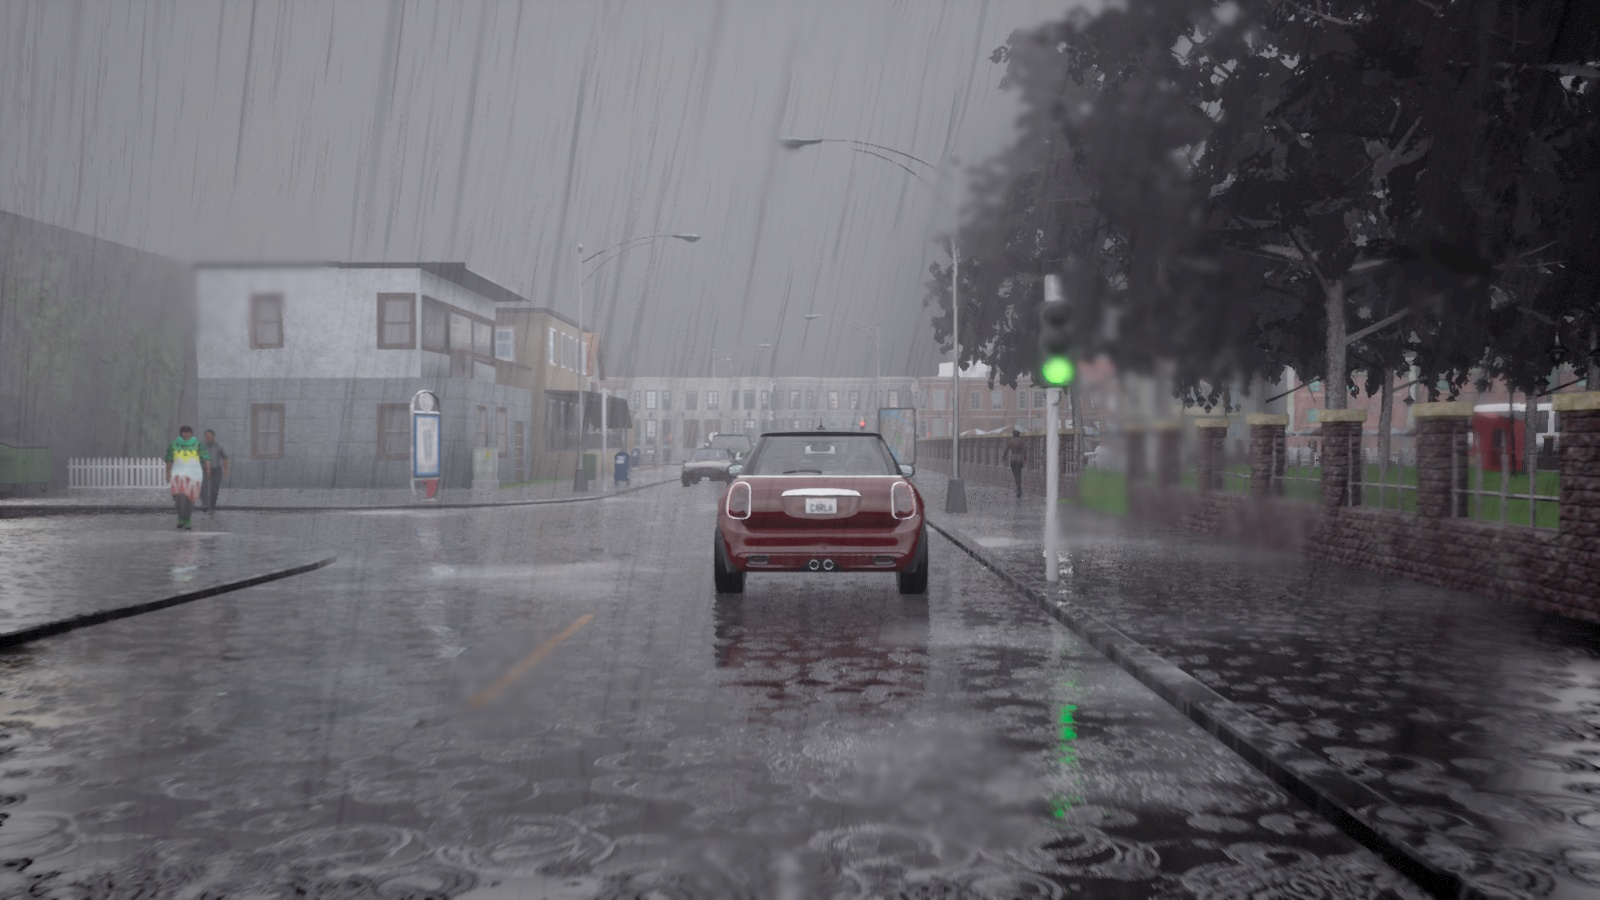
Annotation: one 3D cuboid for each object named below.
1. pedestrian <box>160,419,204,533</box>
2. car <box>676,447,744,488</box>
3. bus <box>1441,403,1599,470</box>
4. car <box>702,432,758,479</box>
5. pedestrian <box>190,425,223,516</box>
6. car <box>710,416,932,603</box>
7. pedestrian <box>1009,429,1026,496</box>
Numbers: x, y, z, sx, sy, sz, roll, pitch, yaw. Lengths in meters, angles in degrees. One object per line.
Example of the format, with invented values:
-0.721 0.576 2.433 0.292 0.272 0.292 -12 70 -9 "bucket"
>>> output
-10.813 0.441 22.001 0.659 1.952 0.873 0 0 -24 "pedestrian"
-3.275 0.609 46.591 2.033 1.411 5.357 0 0 1 "car"
48.878 -0.928 85.805 3.944 4.253 10.273 0 1 -8 "bus"
-3.110 0.239 57.184 2.150 2.045 5.566 0 0 1 "car"
-12.281 0.424 25.997 0.540 1.848 0.694 0 0 -19 "pedestrian"
0.226 0.550 14.130 2.097 1.767 4.553 0 0 1 "car"
5.897 0.328 34.112 0.328 1.805 0.869 0 0 1 "pedestrian"
